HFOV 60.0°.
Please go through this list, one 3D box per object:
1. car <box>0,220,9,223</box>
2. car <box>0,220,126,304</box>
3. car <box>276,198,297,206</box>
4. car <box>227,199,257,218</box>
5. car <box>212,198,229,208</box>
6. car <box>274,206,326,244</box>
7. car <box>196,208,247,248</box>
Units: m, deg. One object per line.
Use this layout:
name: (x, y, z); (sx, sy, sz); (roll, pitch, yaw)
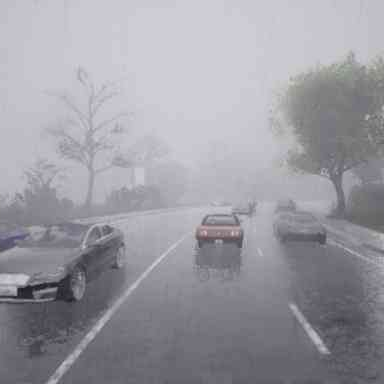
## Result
car: (-6.488, 1.544, 9.695); (1.812, 1.442, 4.674); (0, 0, 6)
car: (-3.084, 1.512, 8.389); (2.128, 1.511, 4.902); (0, 0, 5)
car: (10.498, 1.488, 36.901); (2.097, 1.767, 4.553); (0, 0, 19)
car: (5.095, 1.651, 31.978); (2.033, 1.411, 5.357); (0, 0, 17)
car: (4.518, 1.636, 50.331); (2.128, 1.511, 4.902); (0, 0, 25)
car: (5.100, 1.622, 16.147); (1.994, 1.385, 4.181); (0, 0, 9)
car: (1.365, 1.648, 15.139); (1.895, 1.301, 4.718); (0, 0, 8)
